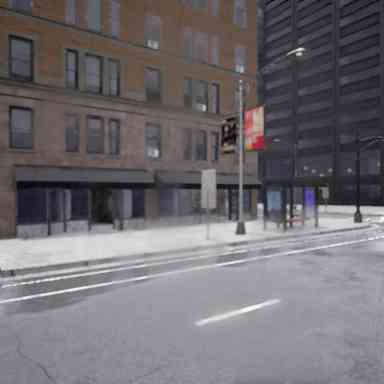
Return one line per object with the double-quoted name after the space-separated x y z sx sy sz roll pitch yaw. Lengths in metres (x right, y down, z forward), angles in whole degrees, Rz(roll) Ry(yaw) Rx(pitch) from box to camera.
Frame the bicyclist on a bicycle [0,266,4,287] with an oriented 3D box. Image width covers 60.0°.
-4.906 1.369 6.809 1.843 1.776 0.659 0 0 -35 "bicyclist on a bicycle"
